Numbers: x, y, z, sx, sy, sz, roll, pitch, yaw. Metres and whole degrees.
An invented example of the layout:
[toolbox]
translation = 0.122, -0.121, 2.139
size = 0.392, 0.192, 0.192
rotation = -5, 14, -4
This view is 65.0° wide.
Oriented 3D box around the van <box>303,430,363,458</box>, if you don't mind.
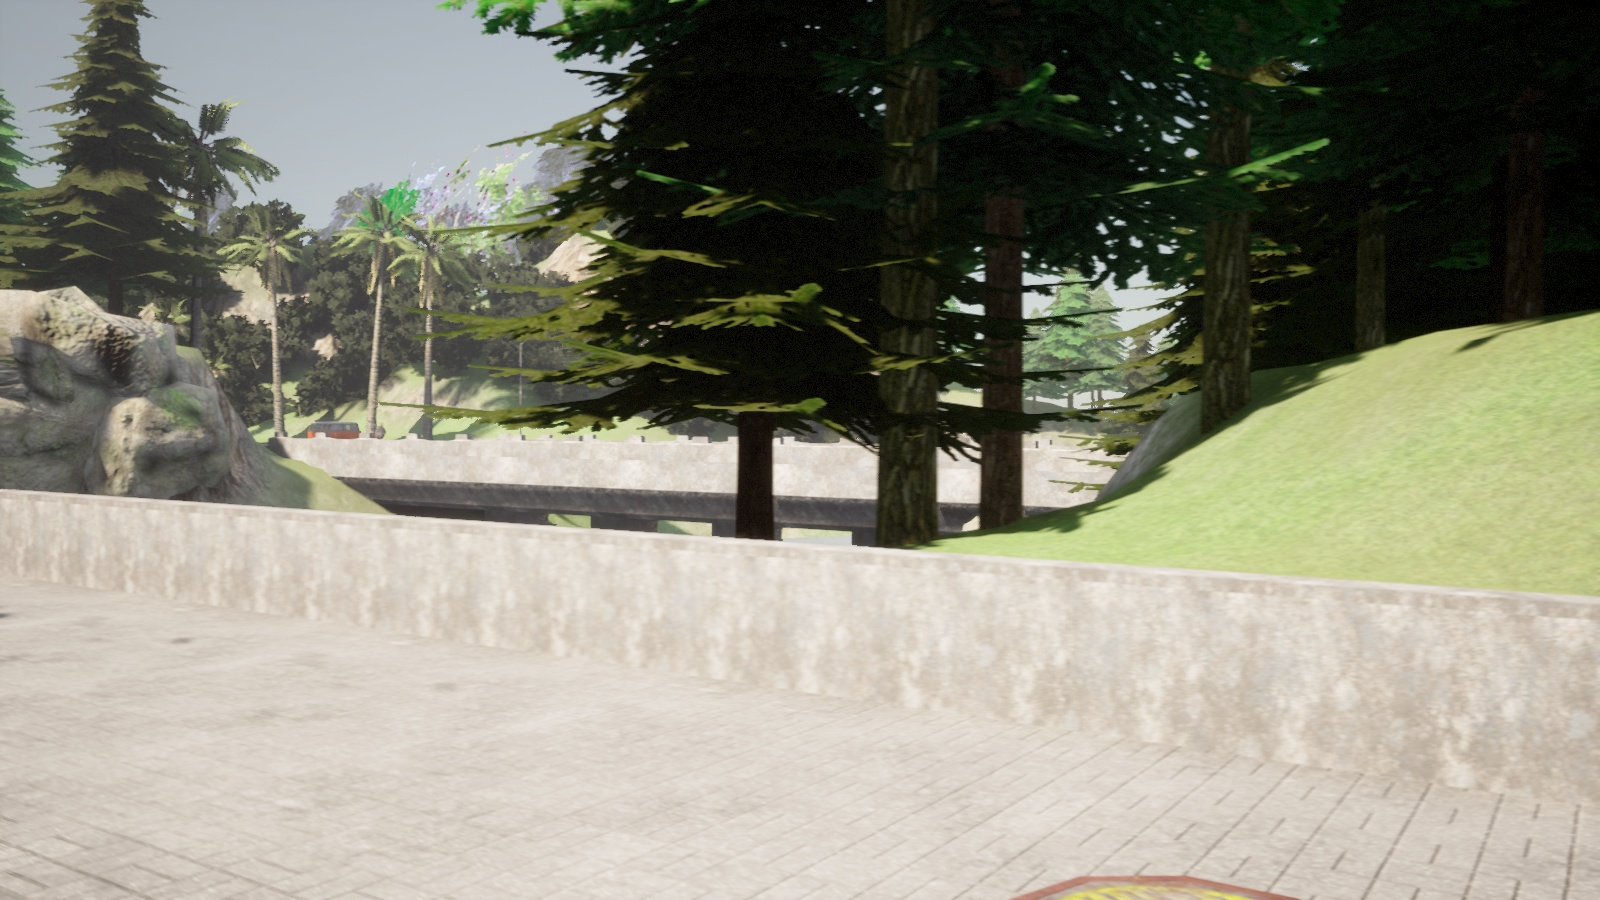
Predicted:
[van]
translation = -33.801, -0.451, 90.892
size = 4.442, 1.987, 1.775
rotation = 0, 1, 34
